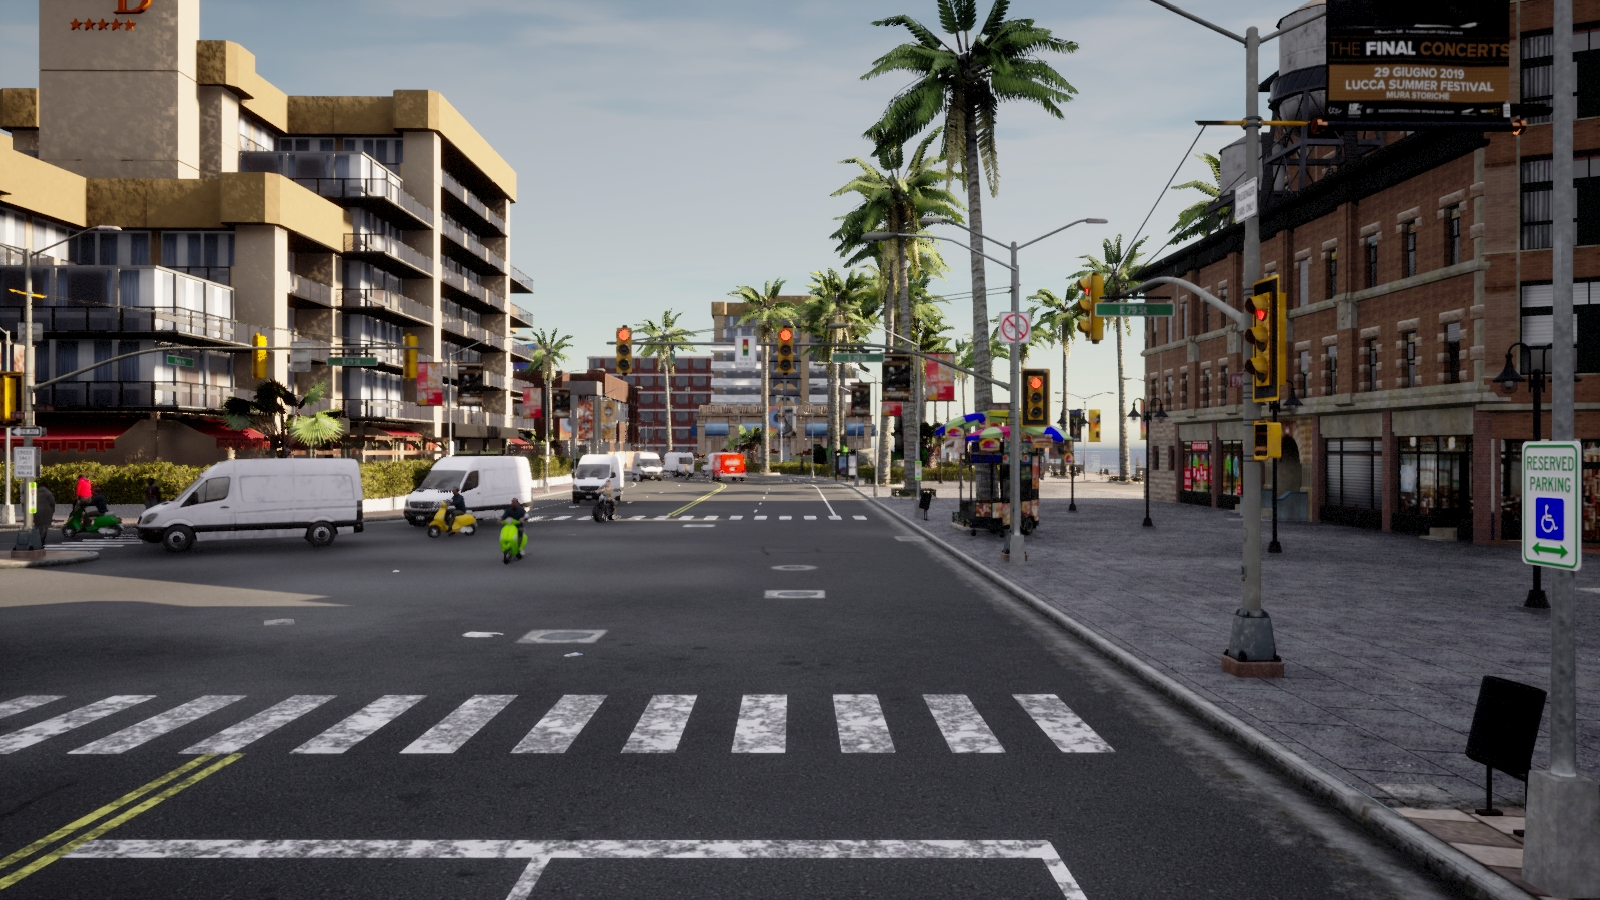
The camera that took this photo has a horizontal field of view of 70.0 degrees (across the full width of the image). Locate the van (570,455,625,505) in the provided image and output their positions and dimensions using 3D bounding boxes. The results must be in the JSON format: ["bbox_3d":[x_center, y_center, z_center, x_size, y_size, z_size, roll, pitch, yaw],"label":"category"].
[{"bbox_3d":[-10.828,1.534,61.502,1.988,2.561,5.915,0,0,0],"label":"van"}]

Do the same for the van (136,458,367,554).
[{"bbox_3d":[-15.903,1.535,33.290,5.915,2.561,1.988,0,0,-29],"label":"van"}]

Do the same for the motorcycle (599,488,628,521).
[{"bbox_3d":[-7.445,2.182,45.657,0.856,1.236,1.805,0,0,0],"label":"motorcycle"}]

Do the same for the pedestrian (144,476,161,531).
[{"bbox_3d":[-22.391,1.849,39.527,0.375,1.860,0.375,0,0,-4],"label":"pedestrian"}]

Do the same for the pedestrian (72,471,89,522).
[{"bbox_3d":[-26.405,1.696,41.947,0.375,1.860,0.375,0,0,15],"label":"pedestrian"}]

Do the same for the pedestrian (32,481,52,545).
[{"bbox_3d":[-22.303,1.848,33.622,0.375,1.860,0.375,0,0,-12],"label":"pedestrian"}]

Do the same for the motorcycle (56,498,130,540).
[{"bbox_3d":[-22.453,2.182,36.294,1.805,1.236,0.856,0,0,-10],"label":"motorcycle"}]

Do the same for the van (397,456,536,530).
[{"bbox_3d":[-12.510,1.534,43.363,1.988,2.561,5.915,0,0,20],"label":"van"}]
